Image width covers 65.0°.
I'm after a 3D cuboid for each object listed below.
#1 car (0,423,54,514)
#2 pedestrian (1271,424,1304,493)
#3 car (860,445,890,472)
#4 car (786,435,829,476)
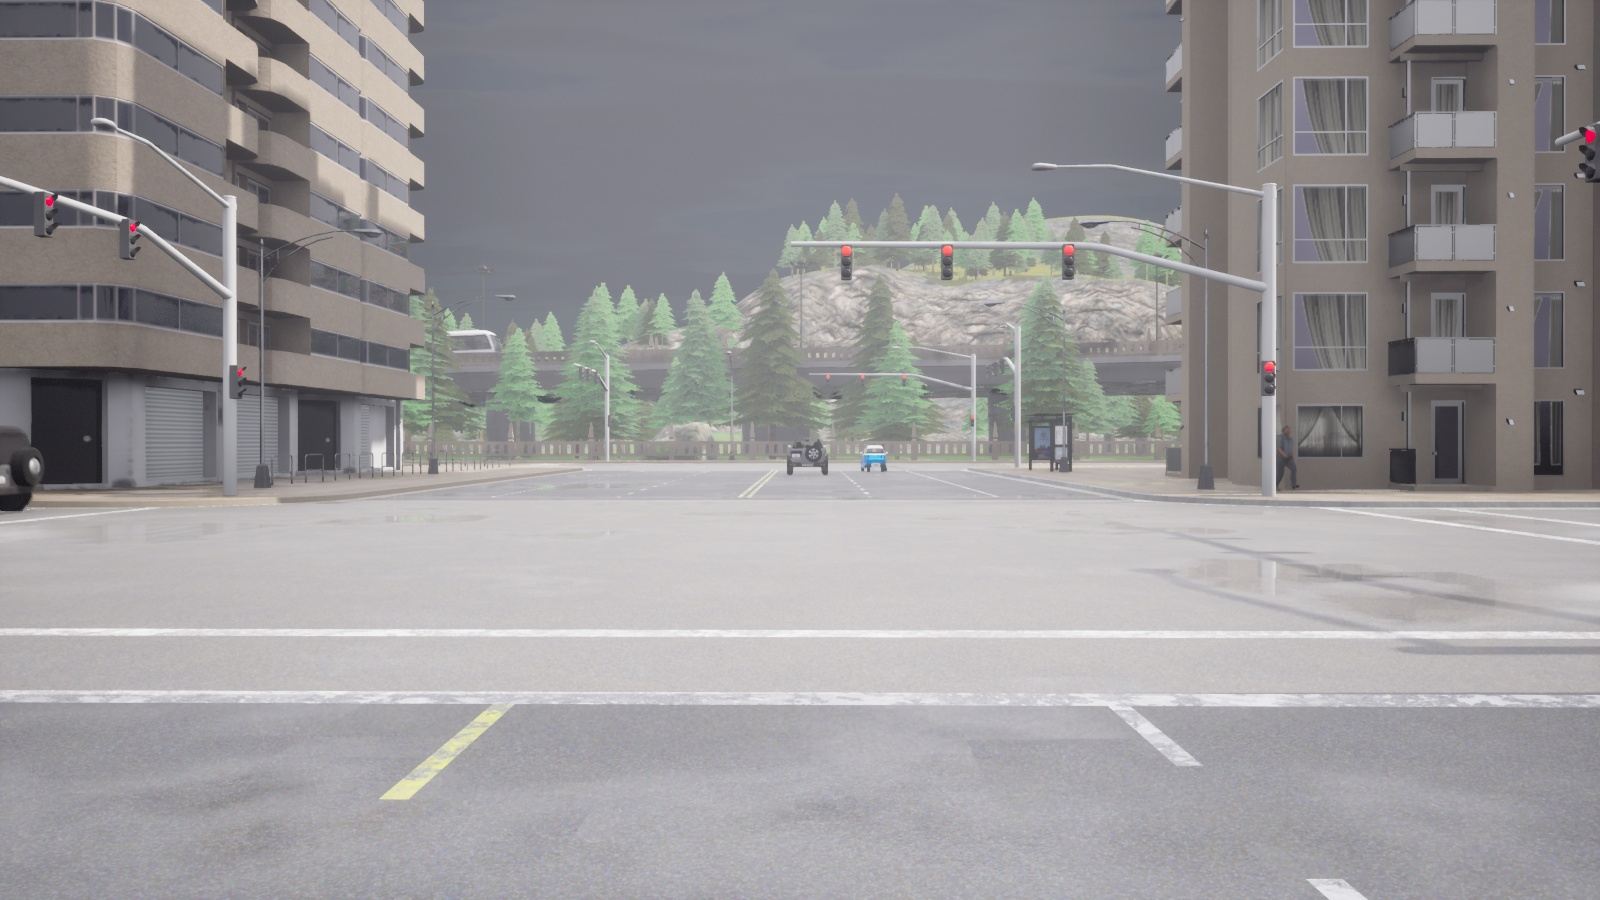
[{"bbox_3d":[-18.316,0.377,26.621,3.866,1.878,1.905,0,0,-3],"label":"car"},{"bbox_3d":[13.213,0.223,34.059,0.540,1.848,0.694,0,0,-11],"label":"pedestrian"},{"bbox_3d":[3.885,0.436,65.278,1.481,1.376,2.207,0,1,1],"label":"car"},{"bbox_3d":[0.350,0.229,59.258,1.932,1.855,4.605,0,0,0],"label":"car"}]
